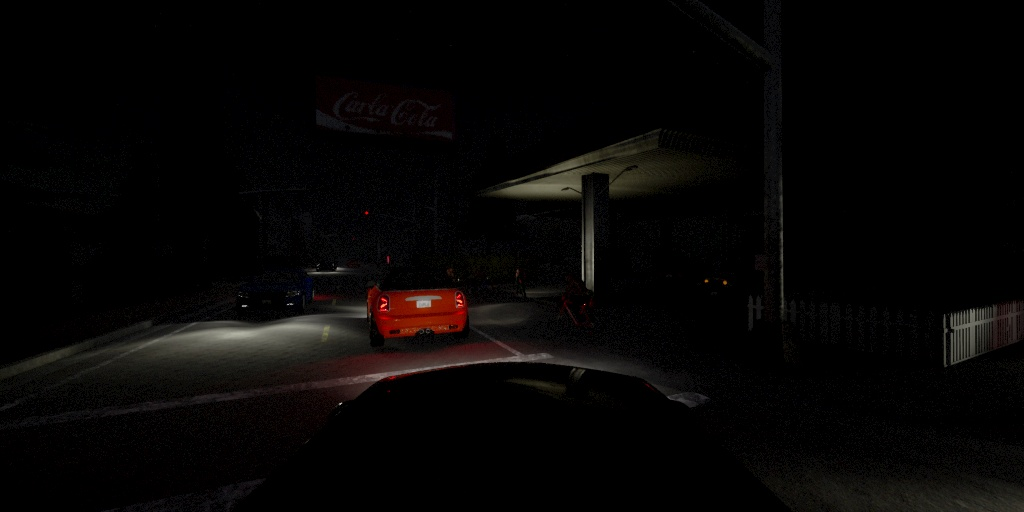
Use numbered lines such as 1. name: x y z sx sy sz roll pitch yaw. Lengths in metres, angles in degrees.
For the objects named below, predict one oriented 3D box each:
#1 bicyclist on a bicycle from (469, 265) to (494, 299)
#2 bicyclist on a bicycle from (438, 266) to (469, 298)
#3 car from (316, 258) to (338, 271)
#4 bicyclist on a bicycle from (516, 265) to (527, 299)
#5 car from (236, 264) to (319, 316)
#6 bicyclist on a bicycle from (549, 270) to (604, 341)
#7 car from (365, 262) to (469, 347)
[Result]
1. bicyclist on a bicycle: -1.642 1.296 17.860 1.656 1.620 0.582 1 0 -22
2. bicyclist on a bicycle: -2.924 1.267 16.453 1.656 1.620 0.582 1 0 36
3. car: -24.188 1.106 46.702 2.097 1.767 4.553 0 0 -25
4. bicyclist on a bicycle: 0.464 1.294 18.014 0.582 1.620 1.656 0 0 15
5. car: -8.723 1.192 13.559 1.882 1.535 5.008 1 -1 -24
6. bicyclist on a bicycle: 1.551 1.188 8.824 0.582 1.620 1.656 3 -2 -44
7. car: -2.672 1.022 9.438 2.097 1.767 4.553 0 0 -23
